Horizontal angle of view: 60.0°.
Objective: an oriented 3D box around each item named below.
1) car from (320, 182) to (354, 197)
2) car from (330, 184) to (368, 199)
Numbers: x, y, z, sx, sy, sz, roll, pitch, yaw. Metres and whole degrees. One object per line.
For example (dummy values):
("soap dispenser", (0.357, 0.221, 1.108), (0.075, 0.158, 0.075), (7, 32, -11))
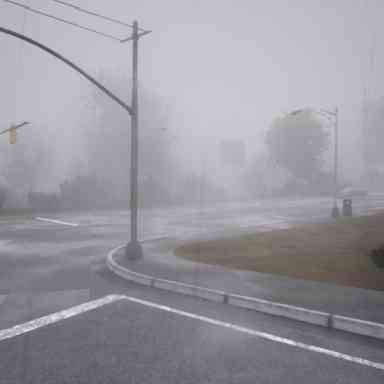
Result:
("car", (20.467, -0.365, 46.430), (5.566, 2.045, 2.150), (-3, 2, -27))
("car", (20.402, 0.078, 42.473), (4.674, 1.442, 1.812), (-3, 2, -27))
